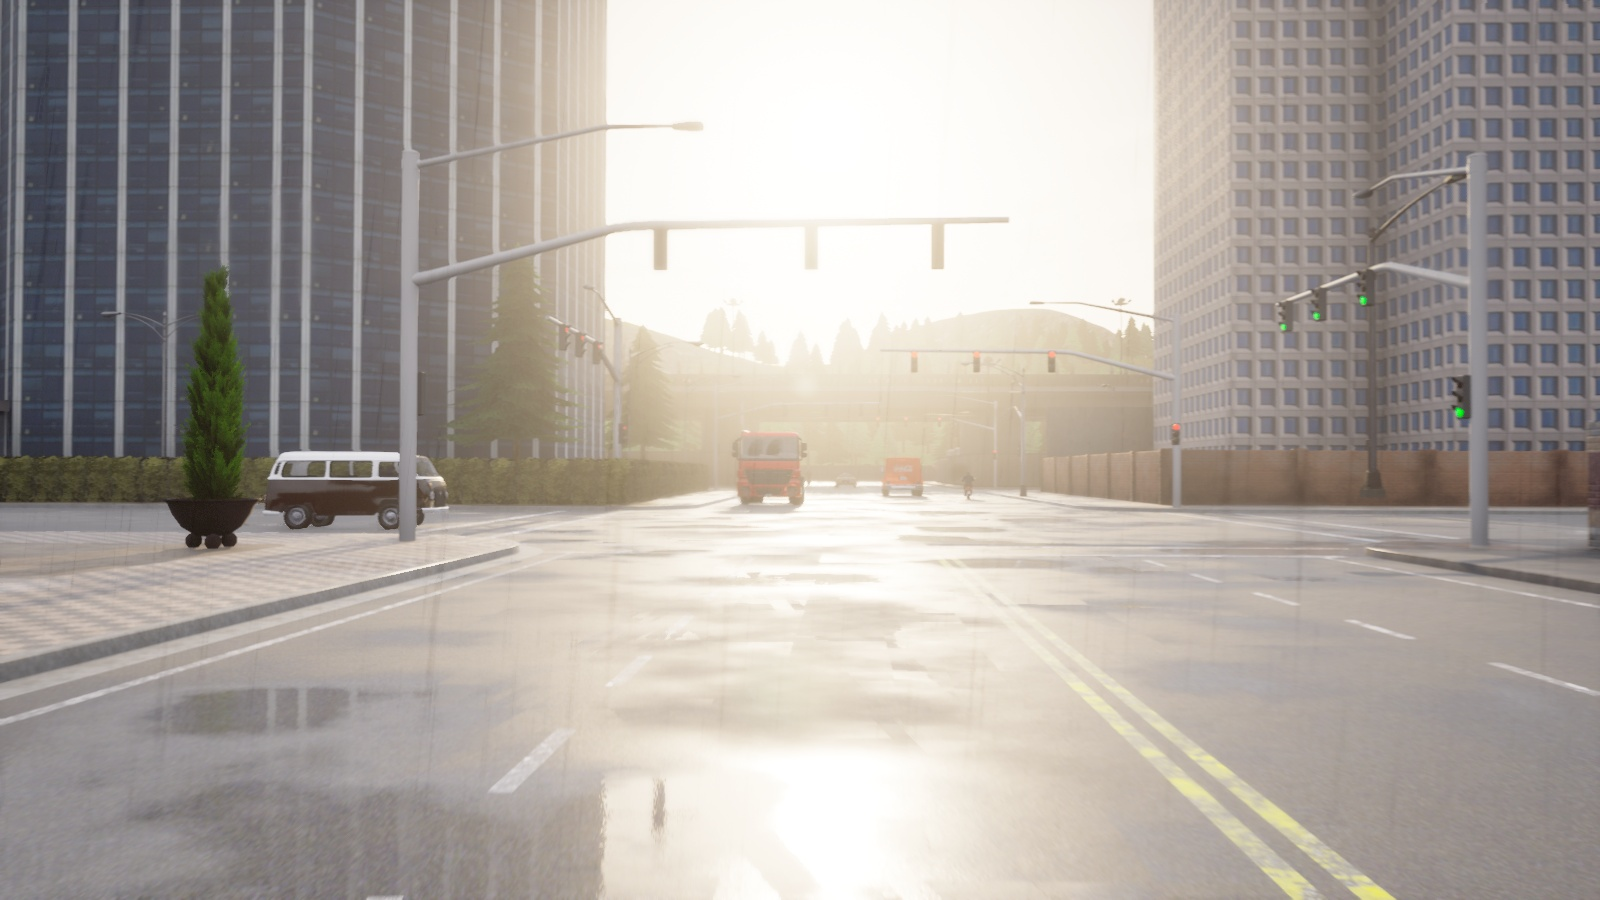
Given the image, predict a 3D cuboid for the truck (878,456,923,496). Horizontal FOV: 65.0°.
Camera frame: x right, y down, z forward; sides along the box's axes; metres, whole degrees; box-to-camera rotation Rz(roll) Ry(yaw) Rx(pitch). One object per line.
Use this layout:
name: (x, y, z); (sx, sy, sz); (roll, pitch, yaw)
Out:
truck: (6.379, 1.639, 80.007); (2.627, 2.467, 5.204); (0, -1, 2)

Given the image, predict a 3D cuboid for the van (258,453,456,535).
van: (-11.604, 1.148, 33.121); (4.480, 2.038, 2.069); (-1, -1, 2)

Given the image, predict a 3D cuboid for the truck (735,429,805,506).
truck: (-1.325, 0.844, 60.067); (2.891, 3.462, 7.936); (0, -1, 2)
